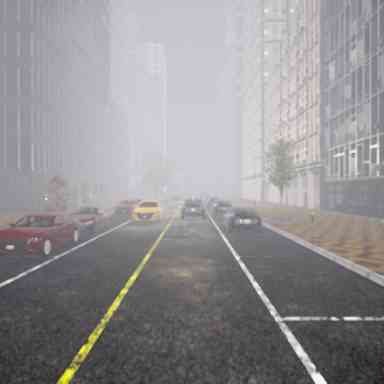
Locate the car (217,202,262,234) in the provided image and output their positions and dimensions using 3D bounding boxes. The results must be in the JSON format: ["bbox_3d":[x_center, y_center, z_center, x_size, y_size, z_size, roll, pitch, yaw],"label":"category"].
[{"bbox_3d":[2.696,1.449,18.331,1.947,1.339,4.313,0,0,0],"label":"car"}]

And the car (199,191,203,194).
[{"bbox_3d":[2.711,0.790,75.250,2.192,1.841,5.009,0,0,0],"label":"car"}]

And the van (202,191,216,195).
[{"bbox_3d":[2.704,1.030,46.791,1.690,1.788,3.998,0,0,0],"label":"van"}]

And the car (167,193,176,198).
[{"bbox_3d":[-5.666,0.891,92.342,2.008,1.369,4.403,0,0,0],"label":"car"}]

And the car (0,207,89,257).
[{"bbox_3d":[-5.685,1.465,12.647,1.887,1.381,4.507,0,0,0],"label":"car"}]

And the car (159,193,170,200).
[{"bbox_3d":[-5.673,1.089,63.710,1.752,1.417,4.829,0,0,0],"label":"car"}]

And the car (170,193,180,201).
[{"bbox_3d":[-2.999,1.107,65.618,1.994,1.385,4.181,0,0,0],"label":"car"}]

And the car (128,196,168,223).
[{"bbox_3d":[-3.094,1.321,24.341,1.882,1.535,5.008,0,0,0],"label":"car"}]

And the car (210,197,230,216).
[{"bbox_3d":[2.699,1.373,29.715,1.947,1.339,4.313,0,0,0],"label":"car"}]

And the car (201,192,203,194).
[{"bbox_3d":[2.705,1.087,52.483,1.967,1.590,4.097,0,0,0],"label":"car"}]

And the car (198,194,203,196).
[{"bbox_3d":[0.083,1.278,43.277,1.994,1.385,4.181,0,0,0],"label":"car"}]

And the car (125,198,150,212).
[{"bbox_3d":[-5.680,1.334,35.418,1.947,1.339,4.313,0,0,0],"label":"car"}]

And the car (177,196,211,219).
[{"bbox_3d":[0.104,1.330,26.907,2.163,1.488,4.792,0,0,0],"label":"car"}]

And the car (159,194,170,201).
[{"bbox_3d":[-5.672,1.069,69.573,2.008,1.369,4.403,0,0,0],"label":"car"}]

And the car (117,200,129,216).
[{"bbox_3d":[-5.681,1.352,29.725,1.887,1.381,4.507,0,0,0],"label":"car"}]

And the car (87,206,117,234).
[{"bbox_3d":[-5.684,1.465,18.341,1.802,1.307,4.206,0,0,0],"label":"car"}]

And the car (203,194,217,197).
[{"bbox_3d":[2.702,1.295,41.099,1.947,1.339,4.313,0,0,0],"label":"car"}]

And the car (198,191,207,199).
[{"bbox_3d":[2.714,0.701,86.634,2.192,1.841,5.009,0,0,0],"label":"car"}]
